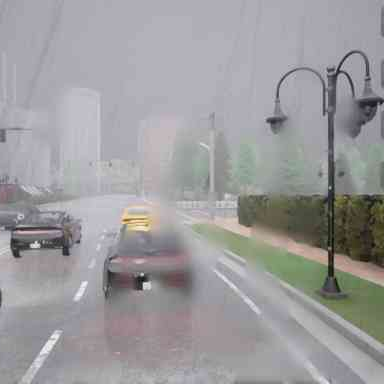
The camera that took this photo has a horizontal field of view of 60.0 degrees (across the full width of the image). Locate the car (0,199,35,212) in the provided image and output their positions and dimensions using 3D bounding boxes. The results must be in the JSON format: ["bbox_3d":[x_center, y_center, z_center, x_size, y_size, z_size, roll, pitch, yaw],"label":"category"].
[{"bbox_3d":[-10.552,1.353,19.898,2.097,1.767,4.553,0,0,-12],"label":"car"}]

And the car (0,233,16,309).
[{"bbox_3d":[-3.972,1.526,3.761,1.812,1.442,4.674,0,0,-6],"label":"car"}]

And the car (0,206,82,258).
[{"bbox_3d":[-5.450,1.491,12.904,2.128,1.511,4.902,0,0,-12],"label":"car"}]

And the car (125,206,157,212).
[{"bbox_3d":[-2.817,1.478,17.794,1.882,1.535,5.008,0,0,-10],"label":"car"}]

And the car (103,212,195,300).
[{"bbox_3d":[-1.125,1.492,8.451,2.128,1.511,4.902,0,0,-9],"label":"car"}]
